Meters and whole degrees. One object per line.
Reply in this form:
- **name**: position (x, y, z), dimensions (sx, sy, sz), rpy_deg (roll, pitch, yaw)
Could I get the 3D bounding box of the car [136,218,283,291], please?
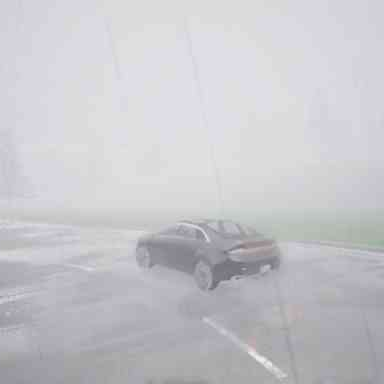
- **car**: position (0.152, 1.480, 9.110), dimensions (2.128, 1.511, 4.902), rpy_deg (-1, 0, -36)
